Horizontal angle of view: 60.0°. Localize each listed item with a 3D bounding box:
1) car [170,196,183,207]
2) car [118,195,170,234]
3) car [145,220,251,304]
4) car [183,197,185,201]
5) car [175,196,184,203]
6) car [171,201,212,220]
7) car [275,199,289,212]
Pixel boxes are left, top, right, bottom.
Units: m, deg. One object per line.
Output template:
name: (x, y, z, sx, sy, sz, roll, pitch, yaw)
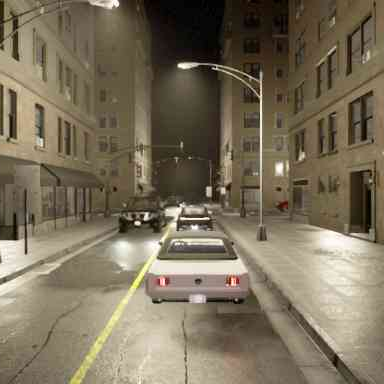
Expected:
car: (-2.831, 1.393, 48.992, 2.097, 1.767, 4.553, 0, 0, 0)
car: (-2.745, 1.229, 19.540, 2.150, 2.045, 5.566, 0, 0, 0)
car: (0.106, 1.601, 8.087, 1.895, 1.301, 4.718, 0, 0, 0)
car: (-2.782, 1.556, 64.065, 2.128, 1.511, 4.902, 0, 0, 0)
car: (-2.729, 1.583, 75.847, 1.837, 1.490, 4.892, 0, 0, 0)
car: (0.111, 1.497, 18.307, 2.128, 1.511, 4.902, 0, 0, -1)
car: (12.277, 1.350, 38.548, 5.009, 1.841, 2.192, 0, 0, 0)
